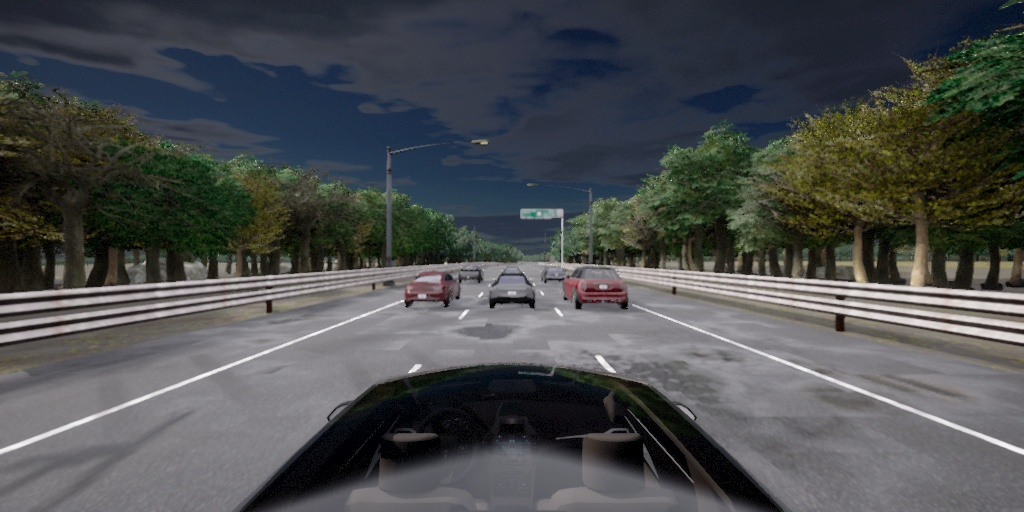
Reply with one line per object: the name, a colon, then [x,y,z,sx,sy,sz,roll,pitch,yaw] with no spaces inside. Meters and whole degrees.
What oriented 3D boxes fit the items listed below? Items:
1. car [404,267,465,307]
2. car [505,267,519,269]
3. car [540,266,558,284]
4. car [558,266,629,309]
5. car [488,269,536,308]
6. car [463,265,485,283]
car: [-3.486,1.415,16.220,1.812,1.442,4.674,0,0,0]
car: [0.024,1.607,31.153,1.994,1.385,4.181,0,-1,0]
car: [3.522,1.587,30.830,2.033,1.411,5.357,0,-1,0]
car: [3.514,1.237,15.917,2.097,1.767,4.553,0,-1,0]
car: [0.012,1.453,16.158,1.994,1.385,4.181,0,-1,0]
car: [-3.475,1.535,31.149,2.128,1.511,4.902,0,0,0]
